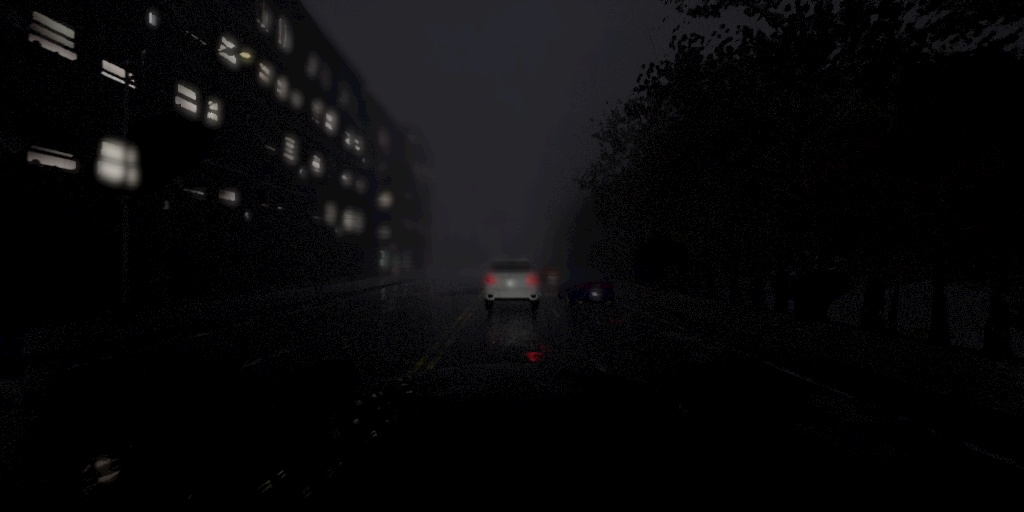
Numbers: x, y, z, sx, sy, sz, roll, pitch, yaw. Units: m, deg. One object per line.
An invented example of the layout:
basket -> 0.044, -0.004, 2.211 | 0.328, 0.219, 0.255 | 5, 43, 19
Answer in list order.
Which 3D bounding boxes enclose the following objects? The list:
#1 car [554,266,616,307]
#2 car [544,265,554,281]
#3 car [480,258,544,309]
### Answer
car -> 3.257, 1.368, 16.319 | 1.882, 1.535, 5.008 | 0, 0, 0
car -> 3.255, 1.543, 31.159 | 1.837, 1.490, 4.892 | 0, 0, 0
car -> 0.002, 1.102, 15.865 | 2.150, 2.045, 5.566 | 0, 0, 0
